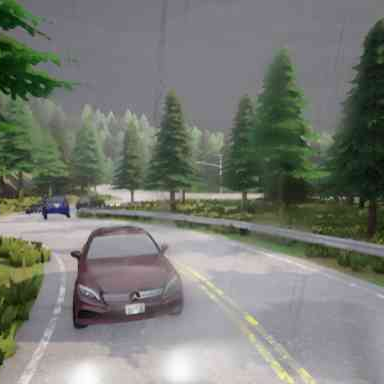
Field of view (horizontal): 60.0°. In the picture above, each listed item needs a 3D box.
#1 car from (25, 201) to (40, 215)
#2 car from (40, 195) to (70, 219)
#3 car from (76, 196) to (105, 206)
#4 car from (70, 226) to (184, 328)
[{"bbox_3d":[-16.281,1.656,35.951,1.994,1.385,4.181,0,1,-3],"label":"car"},{"bbox_3d":[-12.587,1.315,30.802,2.150,2.045,5.566,-2,0,-24],"label":"car"},{"bbox_3d":[-12.975,1.279,42.947,2.097,1.767,4.553,2,2,13],"label":"car"},{"bbox_3d":[-1.571,1.522,7.279,1.812,1.442,4.674,-2,0,-18],"label":"car"}]
